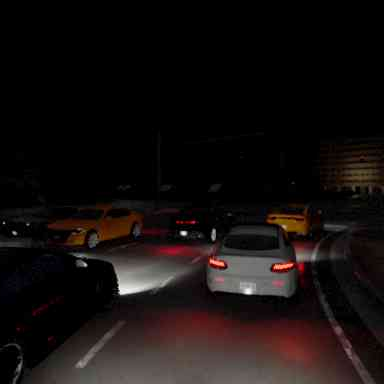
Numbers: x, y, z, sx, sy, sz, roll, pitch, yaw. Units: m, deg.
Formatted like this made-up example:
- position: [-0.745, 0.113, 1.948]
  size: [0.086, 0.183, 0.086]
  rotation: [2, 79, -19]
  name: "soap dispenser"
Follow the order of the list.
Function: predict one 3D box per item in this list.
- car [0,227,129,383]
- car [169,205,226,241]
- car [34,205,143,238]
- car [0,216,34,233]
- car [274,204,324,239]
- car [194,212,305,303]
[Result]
- position: [-2.661, 1.520, 5.012]
  size: [1.994, 1.385, 4.181]
  rotation: [0, 1, 9]
  name: "car"
- position: [0.635, 1.366, 15.437]
  size: [1.837, 1.490, 4.892]
  rotation: [0, 1, 24]
  name: "car"
- position: [-3.967, 1.351, 14.324]
  size: [1.882, 1.535, 5.008]
  rotation: [0, 0, 22]
  name: "car"
- position: [-6.869, 1.457, 16.485]
  size: [1.895, 1.301, 4.718]
  rotation: [0, 1, 23]
  name: "car"
- position: [5.236, 1.327, 16.532]
  size: [1.882, 1.535, 5.008]
  rotation: [0, 1, 30]
  name: "car"
- position: [1.539, 1.452, 8.029]
  size: [1.812, 1.442, 4.674]
  rotation: [0, 1, 14]
  name: "car"
